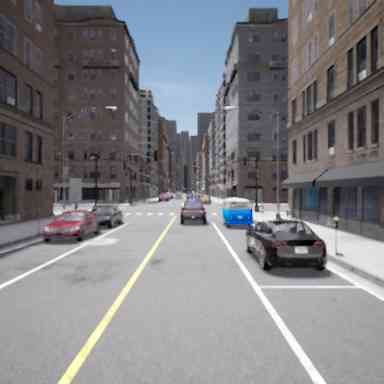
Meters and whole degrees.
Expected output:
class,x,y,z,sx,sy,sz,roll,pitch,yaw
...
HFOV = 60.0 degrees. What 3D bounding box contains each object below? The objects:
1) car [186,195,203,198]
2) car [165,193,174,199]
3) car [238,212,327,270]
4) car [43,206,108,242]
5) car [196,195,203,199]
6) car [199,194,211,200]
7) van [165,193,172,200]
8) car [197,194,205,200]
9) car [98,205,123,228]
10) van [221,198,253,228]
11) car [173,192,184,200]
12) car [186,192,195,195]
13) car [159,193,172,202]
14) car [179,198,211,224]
class,x,y,z,sx,sy,sz,roll,pitch,yaw
car,0.079,1.456,39.423,1.812,1.442,4.674,0,0,0
car,-6.327,1.119,93.883,2.192,1.841,5.009,0,0,-1
car,2.855,1.546,10.761,1.947,1.339,4.313,0,0,0
car,-5.670,1.553,16.198,1.802,1.307,4.206,0,0,0
car,2.198,1.386,94.000,1.802,1.307,4.206,0,0,-1
car,2.649,1.411,61.017,1.752,1.417,4.829,0,0,-1
van,-6.252,1.160,88.358,1.690,1.788,3.998,0,0,-1
car,2.274,1.370,88.474,2.008,1.369,4.403,0,0,-1
car,-5.670,1.527,21.649,1.947,1.339,4.313,0,0,0
van,2.854,1.302,21.658,1.690,1.788,3.998,0,0,0
car,-3.576,1.170,87.907,2.097,1.767,4.553,0,0,-1
car,-0.581,1.319,88.291,2.128,1.511,4.902,0,0,-1
car,-6.025,1.176,71.782,2.192,1.841,5.009,0,0,-1
car,0.093,1.448,24.188,2.128,1.511,4.902,0,0,0
